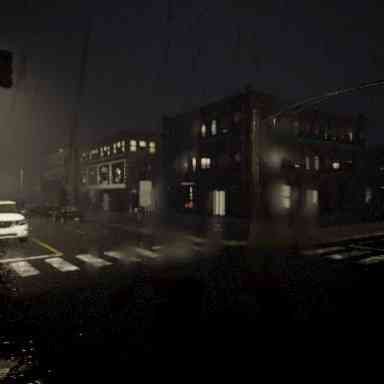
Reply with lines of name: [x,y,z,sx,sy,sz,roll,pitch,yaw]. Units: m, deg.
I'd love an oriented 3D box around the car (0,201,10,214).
car: [-26.222,2.061,45.382,1.882,1.535,5.008,0,0,-35]

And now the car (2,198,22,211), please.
car: [-29.327,1.981,54.195,2.192,1.841,5.009,-1,0,-35]

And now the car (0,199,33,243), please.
car: [-9.936,1.455,16.973,2.150,2.045,5.566,0,0,-35]

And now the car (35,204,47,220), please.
car: [-13.278,1.942,31.646,1.802,1.307,4.206,-1,0,-35]

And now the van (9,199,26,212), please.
van: [-26.118,1.947,49.686,1.690,1.788,3.998,-1,0,-35]

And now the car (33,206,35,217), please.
car: [-16.486,2.005,36.155,1.802,1.307,4.206,-1,0,-35]

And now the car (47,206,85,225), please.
car: [-10.070,1.848,27.135,2.008,1.369,4.403,-1,0,-35]
